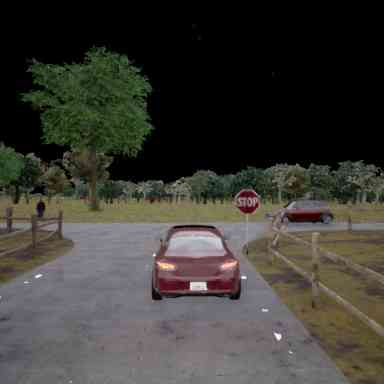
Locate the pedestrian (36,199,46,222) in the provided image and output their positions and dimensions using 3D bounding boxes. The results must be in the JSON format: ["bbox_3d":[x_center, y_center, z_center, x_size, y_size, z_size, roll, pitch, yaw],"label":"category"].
[{"bbox_3d":[-12.155,1.433,26.719,0.375,1.860,0.375,0,-1,0],"label":"pedestrian"}]

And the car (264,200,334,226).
[{"bbox_3d":[7.366,1.370,23.192,4.553,1.767,2.097,0,-1,-7],"label":"car"}]

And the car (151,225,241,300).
[{"bbox_3d":[0.038,1.538,8.297,1.812,1.442,4.674,0,0,-2],"label":"car"}]
